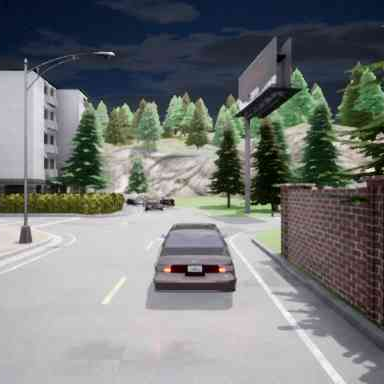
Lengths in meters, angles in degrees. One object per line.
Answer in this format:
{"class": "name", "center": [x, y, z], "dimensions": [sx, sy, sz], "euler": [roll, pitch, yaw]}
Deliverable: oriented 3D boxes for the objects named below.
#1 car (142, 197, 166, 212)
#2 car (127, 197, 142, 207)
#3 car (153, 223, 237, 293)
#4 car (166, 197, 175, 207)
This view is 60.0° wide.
{"class": "car", "center": [-4.446, 1.558, 38.785], "dimensions": [1.994, 1.385, 4.181], "euler": [0, 0, -10]}
{"class": "car", "center": [-8.809, 1.481, 52.414], "dimensions": [2.128, 1.511, 4.902], "euler": [0, 0, -28]}
{"class": "car", "center": [0.063, 1.546, 8.996], "dimensions": [2.033, 1.411, 5.357], "euler": [0, 0, 0]}
{"class": "car", "center": [-4.207, 1.469, 51.302], "dimensions": [1.882, 1.535, 5.008], "euler": [0, 0, -23]}
